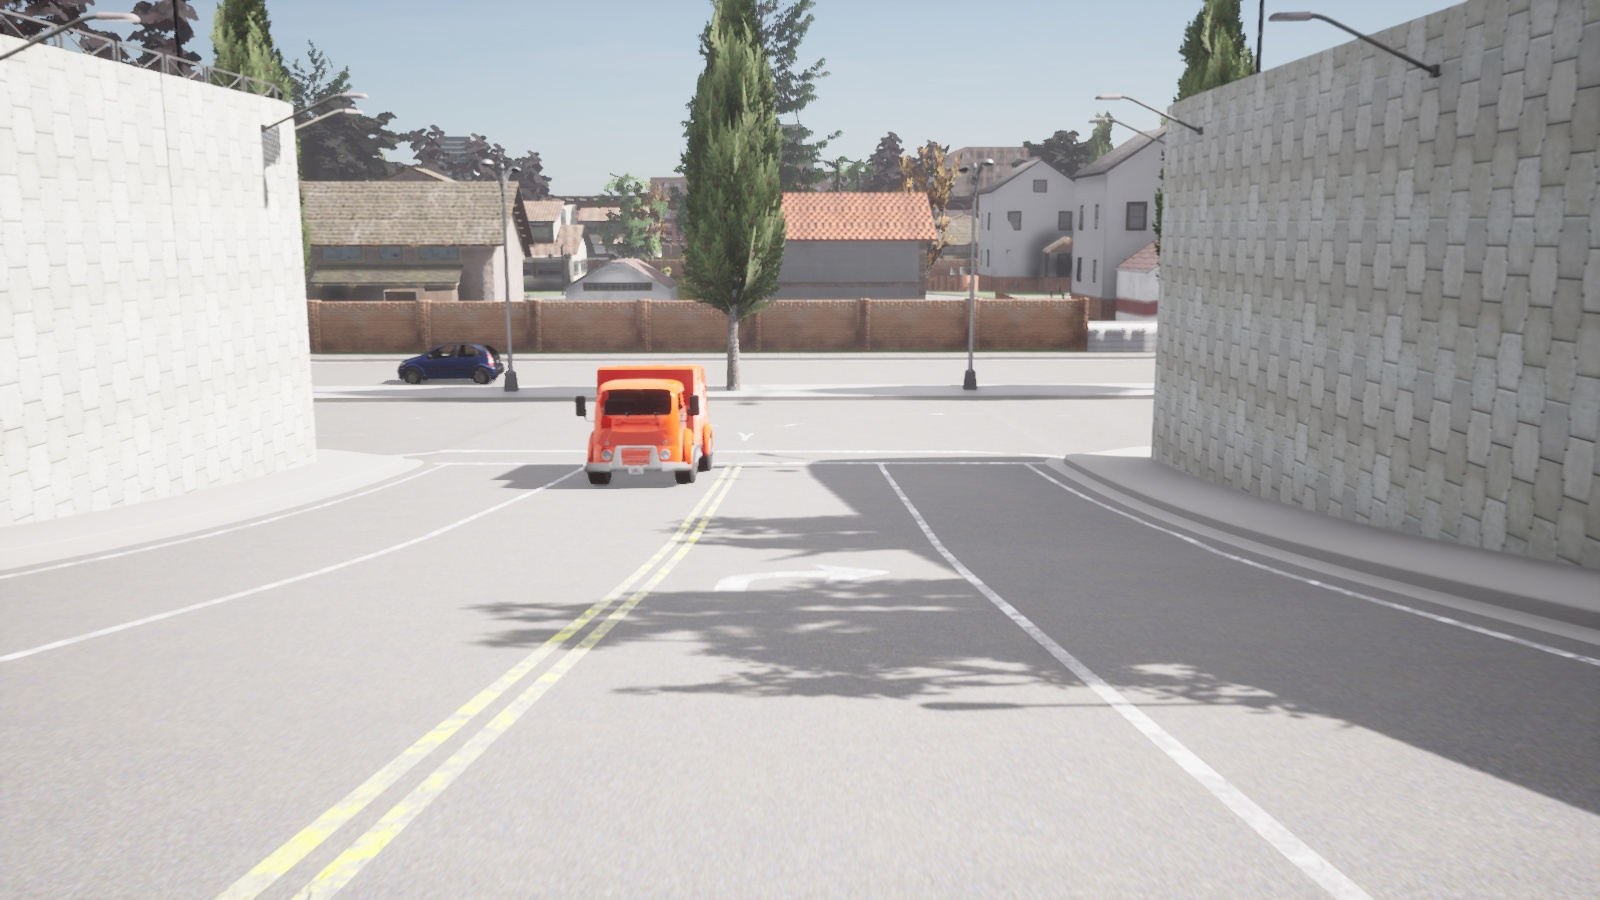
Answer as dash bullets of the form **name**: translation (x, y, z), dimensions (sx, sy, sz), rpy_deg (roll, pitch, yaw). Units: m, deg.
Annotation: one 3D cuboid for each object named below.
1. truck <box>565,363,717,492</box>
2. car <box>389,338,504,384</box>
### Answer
- **truck**: translation (-3.287, -0.615, 27.292), dimensions (2.627, 2.467, 5.204), rpy_deg (0, 5, 0)
- **car**: translation (-13.992, -3.550, 49.859), dimensions (3.988, 1.617, 1.851), rpy_deg (0, 10, -1)
